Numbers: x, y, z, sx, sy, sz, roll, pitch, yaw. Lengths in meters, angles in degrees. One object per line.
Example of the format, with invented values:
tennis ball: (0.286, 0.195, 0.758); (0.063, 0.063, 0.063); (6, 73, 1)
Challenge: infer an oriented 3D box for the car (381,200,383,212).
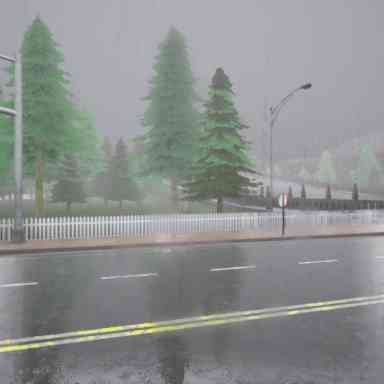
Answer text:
car: (22.889, 1.579, 35.340); (1.895, 1.301, 4.718); (0, 0, -19)

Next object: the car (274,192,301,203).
car: (15.878, 0.849, 55.443); (1.895, 1.301, 4.718); (0, 5, -19)

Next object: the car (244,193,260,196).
car: (10.519, 0.210, 60.341); (2.033, 1.411, 5.357); (0, 6, -18)

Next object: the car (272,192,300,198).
car: (13.798, 0.867, 50.747); (2.097, 1.767, 4.553); (0, 4, -19)

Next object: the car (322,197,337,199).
car: (19.247, 1.433, 45.739); (1.895, 1.301, 4.718); (0, 2, -19)
